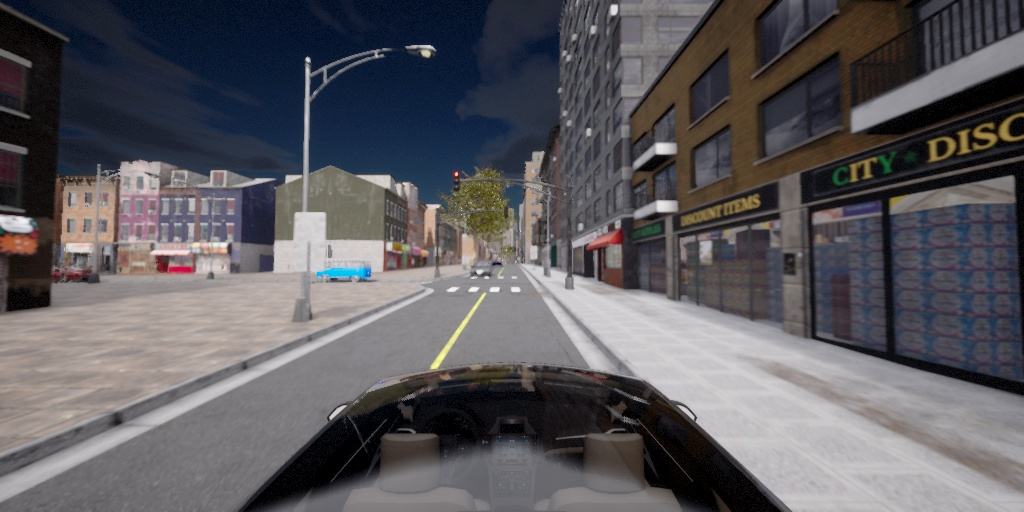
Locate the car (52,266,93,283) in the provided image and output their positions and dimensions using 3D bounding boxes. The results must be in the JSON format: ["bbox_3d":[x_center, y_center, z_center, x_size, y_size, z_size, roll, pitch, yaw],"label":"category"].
[{"bbox_3d":[-34.789,1.380,27.675,4.207,1.307,1.802,0,0,0],"label":"car"}]

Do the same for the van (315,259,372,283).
[{"bbox_3d":[-12.921,1.128,27.629,3.998,1.789,1.690,0,0,0],"label":"van"}]

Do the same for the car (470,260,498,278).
[{"bbox_3d":[-2.745,1.183,33.075,2.128,1.511,4.902,0,1,0],"label":"car"}]
